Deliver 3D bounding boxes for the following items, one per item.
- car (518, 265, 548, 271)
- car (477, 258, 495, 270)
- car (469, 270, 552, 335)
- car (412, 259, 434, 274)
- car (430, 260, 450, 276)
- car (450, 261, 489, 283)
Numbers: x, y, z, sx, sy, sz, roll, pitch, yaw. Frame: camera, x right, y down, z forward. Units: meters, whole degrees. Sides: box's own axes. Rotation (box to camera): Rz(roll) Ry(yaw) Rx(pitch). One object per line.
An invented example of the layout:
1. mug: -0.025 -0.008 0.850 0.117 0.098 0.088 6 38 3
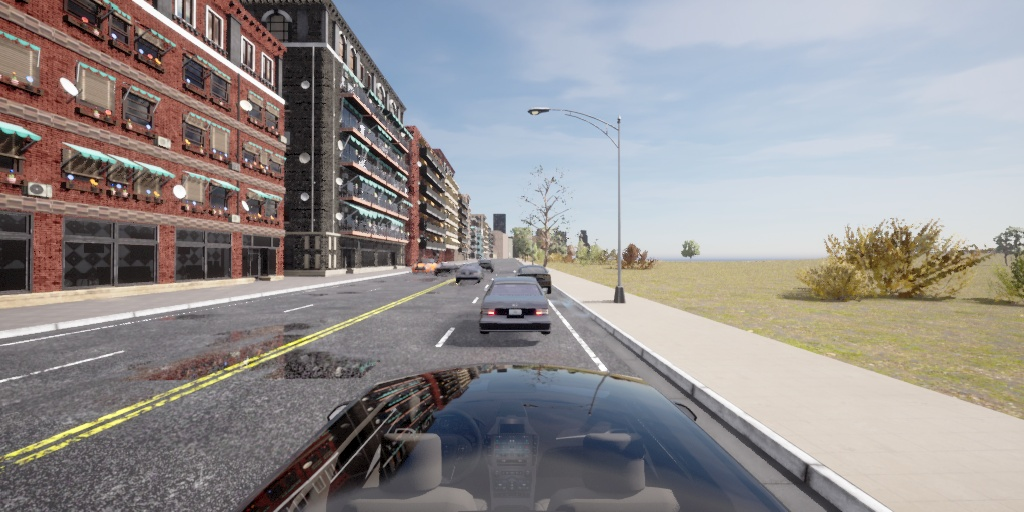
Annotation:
1. car: 1.115 1.230 20.306 1.882 1.535 5.008 0 0 0
2. car: -3.199 1.250 44.999 1.837 1.490 4.892 0 -2 0
3. car: 0.092 1.299 10.542 2.033 1.411 5.357 0 0 0
4. car: -9.896 1.103 40.882 2.097 1.767 4.553 0 0 0
5. car: -6.642 1.352 36.585 1.895 1.301 4.718 0 0 0
6. car: -3.174 1.299 27.792 2.033 1.411 5.357 0 0 0
